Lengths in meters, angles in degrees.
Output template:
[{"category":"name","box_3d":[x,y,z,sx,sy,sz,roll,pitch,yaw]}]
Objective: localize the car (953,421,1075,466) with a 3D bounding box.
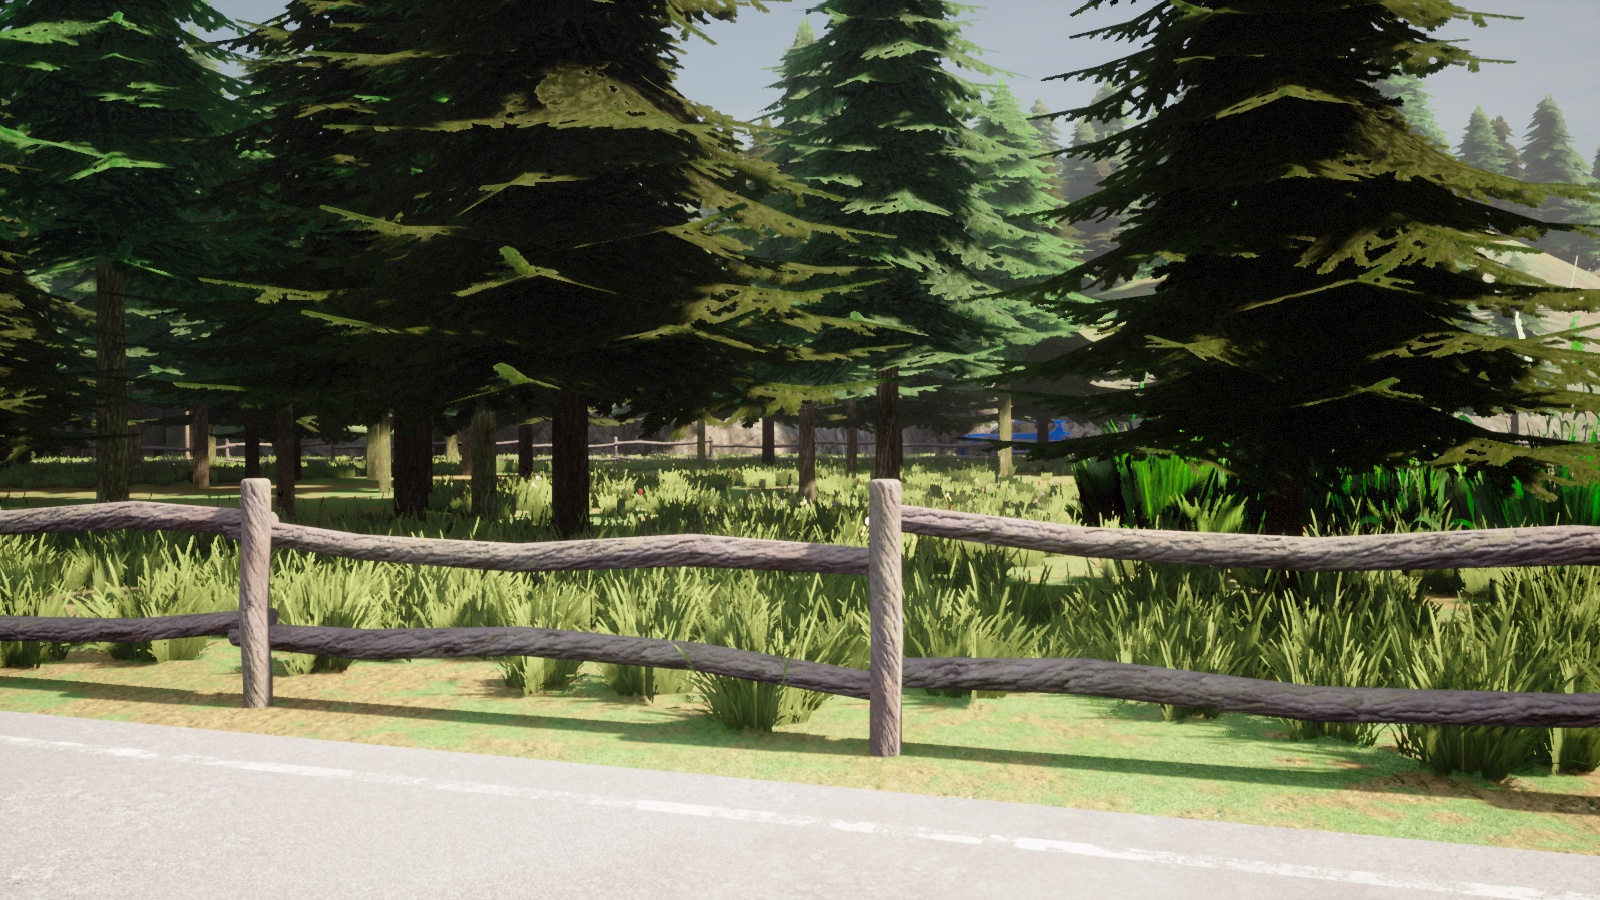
[{"category":"car","box_3d":[10.055,-0.334,59.455,5.566,2.045,2.150,0,1,7]}]
